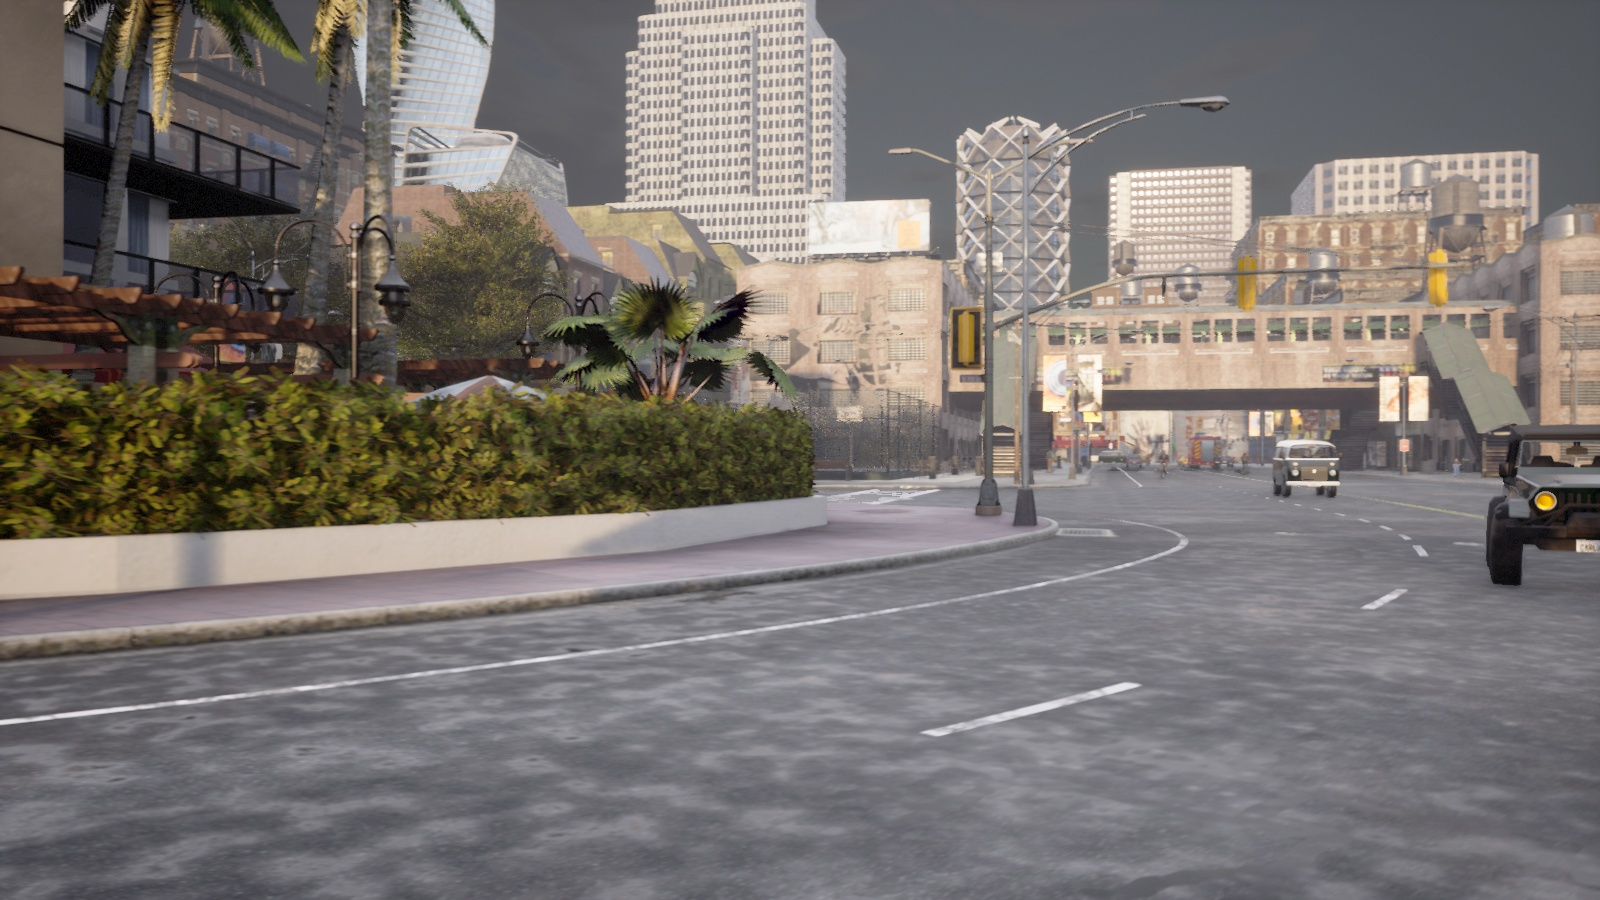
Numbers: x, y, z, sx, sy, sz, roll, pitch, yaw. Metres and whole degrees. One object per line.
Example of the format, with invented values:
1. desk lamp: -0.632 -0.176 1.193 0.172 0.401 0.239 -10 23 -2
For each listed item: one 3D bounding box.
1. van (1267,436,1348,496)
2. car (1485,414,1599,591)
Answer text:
1. van: 18.193 0.563 45.193 2.069 2.038 4.480 0 0 14
2. car: 9.337 0.564 15.079 1.905 1.878 3.866 0 0 28
